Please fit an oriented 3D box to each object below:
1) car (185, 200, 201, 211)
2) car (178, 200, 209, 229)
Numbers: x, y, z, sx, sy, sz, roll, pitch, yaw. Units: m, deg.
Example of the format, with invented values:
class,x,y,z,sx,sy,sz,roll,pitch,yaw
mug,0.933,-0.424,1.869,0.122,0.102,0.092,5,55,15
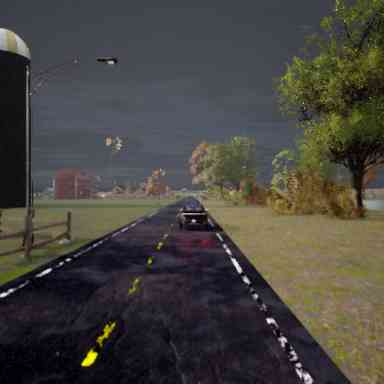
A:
class,x,y,z,sx,sy,sz,roll,pitch,yaw
car,0.120,1.693,42.616,1.994,1.385,4.181,0,0,0
car,0.108,1.533,22.269,2.128,1.511,4.902,0,0,0
